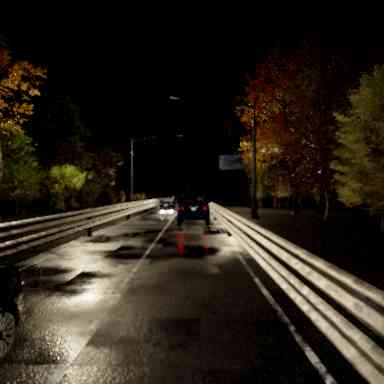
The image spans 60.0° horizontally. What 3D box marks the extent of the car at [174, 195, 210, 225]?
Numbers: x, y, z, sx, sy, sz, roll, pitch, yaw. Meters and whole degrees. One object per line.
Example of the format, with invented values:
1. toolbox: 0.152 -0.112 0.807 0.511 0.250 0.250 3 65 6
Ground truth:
1. car: 0.101 1.193 23.651 2.150 2.045 5.566 0 0 0

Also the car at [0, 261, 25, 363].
1. car: -3.349 1.475 2.899 2.128 1.511 4.902 0 0 0

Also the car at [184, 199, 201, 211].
1. car: 0.087 1.611 42.429 2.033 1.411 5.357 0 0 0

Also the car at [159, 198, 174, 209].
1. car: -3.352 1.572 45.376 2.128 1.511 4.902 0 0 0
